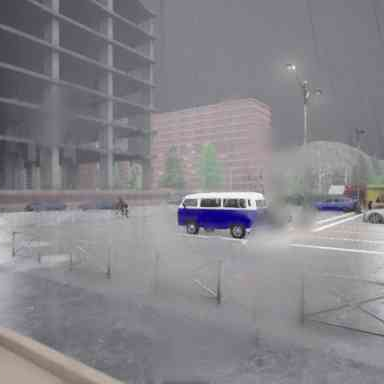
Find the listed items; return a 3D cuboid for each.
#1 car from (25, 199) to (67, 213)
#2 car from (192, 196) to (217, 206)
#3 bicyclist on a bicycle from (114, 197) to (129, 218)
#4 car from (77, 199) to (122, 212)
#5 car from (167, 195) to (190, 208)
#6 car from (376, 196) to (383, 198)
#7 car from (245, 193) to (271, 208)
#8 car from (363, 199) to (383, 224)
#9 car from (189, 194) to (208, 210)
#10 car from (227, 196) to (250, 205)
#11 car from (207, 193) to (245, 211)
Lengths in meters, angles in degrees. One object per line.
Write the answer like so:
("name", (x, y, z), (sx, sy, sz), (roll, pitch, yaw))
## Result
("car", (-15.913, 1.499, 36.340), (1.994, 1.385, 4.181), (0, 0, 35))
("car", (2.175, 1.449, 55.749), (1.837, 1.490, 4.892), (0, 0, 35))
("bicyclist on a bicycle", (-5.504, 1.243, 25.969), (1.656, 1.620, 0.582), (0, 0, 35))
("car", (-10.408, 1.484, 38.073), (2.033, 1.411, 5.357), (0, 0, 35))
("car", (-2.164, 1.428, 55.718), (2.128, 1.511, 4.902), (0, 0, 36))
("car", (16.452, 1.153, 26.046), (4.605, 1.855, 1.932), (0, 0, 36))
("car", (11.034, 1.430, 56.157), (2.128, 1.511, 4.902), (0, 0, 35))
("car", (13.246, 1.395, 21.481), (3.806, 1.475, 1.970), (0, 0, 36))
("car", (2.250, 1.429, 49.692), (2.128, 1.511, 4.902), (0, 0, 36))
("car", (8.174, 1.415, 58.174), (1.882, 1.535, 5.008), (0, 0, 35))
("car", (4.929, 1.160, 47.431), (2.150, 2.045, 5.566), (0, 0, 36))
